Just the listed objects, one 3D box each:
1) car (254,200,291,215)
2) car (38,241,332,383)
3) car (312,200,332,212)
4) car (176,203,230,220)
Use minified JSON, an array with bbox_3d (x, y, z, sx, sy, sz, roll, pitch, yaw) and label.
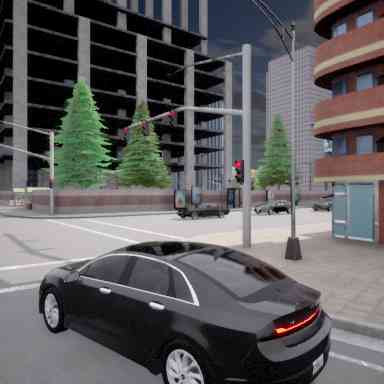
[{"bbox_3d":[8.563,1.547,34.501,4.902,1.511,2.128,0,0,-36],"label":"car"},{"bbox_3d":[-0.534,1.505,5.001,4.892,1.490,1.837,0,0,41],"label":"car"},{"bbox_3d":[16.646,1.407,40.273,4.553,1.767,2.097,0,0,-35],"label":"car"},{"bbox_3d":[0.983,1.656,29.065,4.718,1.301,1.895,0,0,-36],"label":"car"}]
